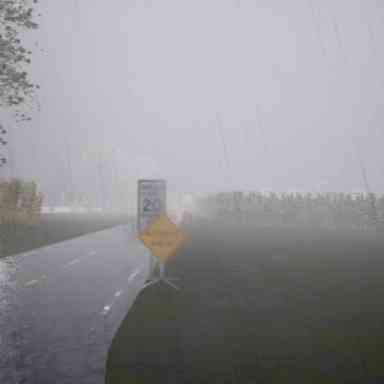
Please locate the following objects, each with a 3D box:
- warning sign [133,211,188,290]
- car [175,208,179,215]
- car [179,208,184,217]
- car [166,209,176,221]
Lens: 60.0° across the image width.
[{"bbox_3d":[-0.775,1.460,8.678,1.300,1.860,1.060,1,-2,0],"label":"warning sign"},{"bbox_3d":[-3.561,3.449,51.525,2.097,1.767,4.553,0,-3,0],"label":"car"},{"bbox_3d":[-2.730,4.166,68.598,2.097,1.767,4.553,0,-2,0],"label":"car"},{"bbox_3d":[-3.442,3.203,40.869,2.033,1.411,5.357,0,-2,0],"label":"car"}]
